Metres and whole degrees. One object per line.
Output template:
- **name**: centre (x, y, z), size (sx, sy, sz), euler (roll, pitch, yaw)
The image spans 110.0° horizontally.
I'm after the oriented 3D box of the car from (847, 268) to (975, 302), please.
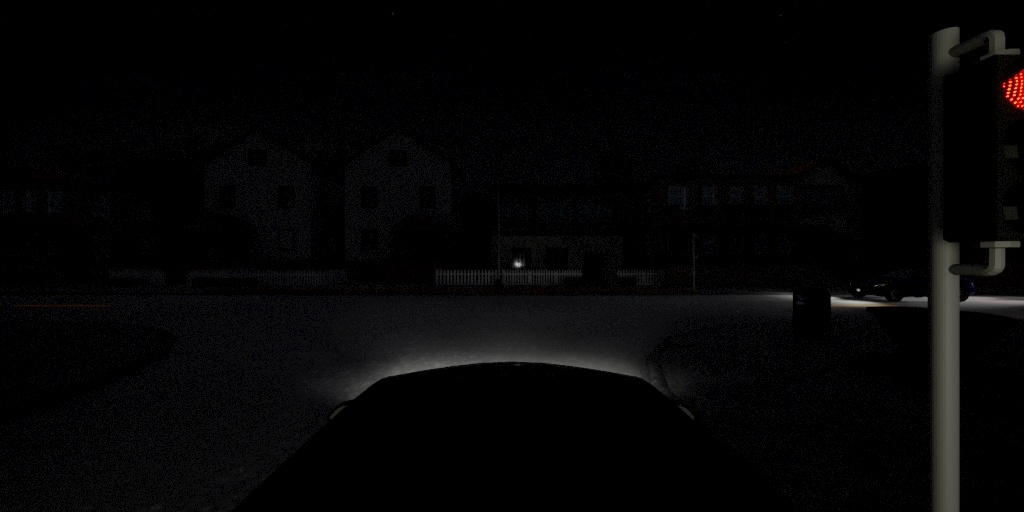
- **car**: centre (18.190, 1.275, 16.419), size (4.674, 1.442, 1.812), euler (0, 0, 0)
